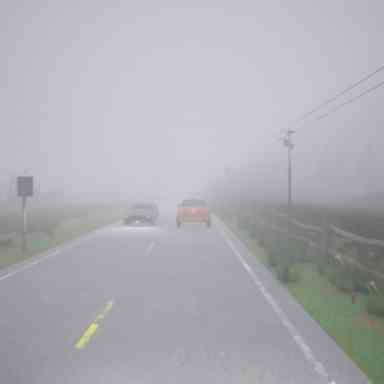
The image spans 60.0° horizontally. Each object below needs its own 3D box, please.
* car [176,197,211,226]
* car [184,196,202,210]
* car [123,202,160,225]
[{"bbox_3d":[0.094,1.177,21.835,2.097,1.767,4.553,0,0,0],"label":"car"},{"bbox_3d":[0.092,1.251,39.267,1.994,1.385,4.181,0,0,0],"label":"car"},{"bbox_3d":[-3.235,1.368,22.461,2.033,1.411,5.357,0,0,1],"label":"car"}]
